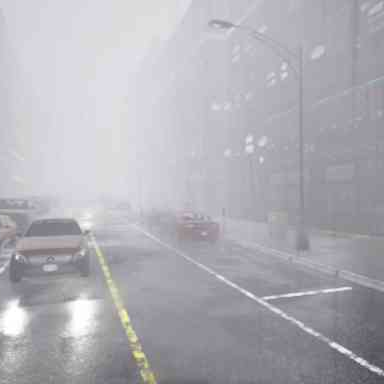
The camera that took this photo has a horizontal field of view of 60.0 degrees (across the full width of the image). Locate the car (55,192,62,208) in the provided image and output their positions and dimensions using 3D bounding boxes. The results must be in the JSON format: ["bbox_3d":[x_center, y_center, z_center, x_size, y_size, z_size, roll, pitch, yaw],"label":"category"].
[{"bbox_3d":[-18.767,1.091,43.823,2.192,1.841,5.009,2,0,-19],"label":"car"}]

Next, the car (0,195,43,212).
[{"bbox_3d":[-9.542,1.200,17.757,2.192,1.841,5.009,2,0,-19],"label":"car"}]

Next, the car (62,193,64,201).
[{"bbox_3d":[-20.612,1.073,49.036,2.192,1.841,5.009,2,0,-19],"label":"car"}]

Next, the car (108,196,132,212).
[{"bbox_3d":[-7.634,1.390,35.966,1.887,1.381,4.507,2,0,-19],"label":"car"}]

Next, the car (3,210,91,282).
[{"bbox_3d":[-4.053,1.467,9.834,1.812,1.442,4.674,0,0,-20],"label":"car"}]

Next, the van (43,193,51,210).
[{"bbox_3d":[-13.232,1.176,28.181,1.690,1.788,3.998,2,0,-19],"label":"van"}]

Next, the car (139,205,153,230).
[{"bbox_3d":[-2.100,1.468,20.325,2.008,1.369,4.403,2,0,-19],"label":"car"}]

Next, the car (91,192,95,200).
[{"bbox_3d":[-18.736,1.187,67.240,1.967,1.590,4.097,2,0,-19],"label":"car"}]

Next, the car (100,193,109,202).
[{"bbox_3d":[-11.315,1.248,46.397,1.967,1.590,4.097,2,0,-19],"label":"car"}]

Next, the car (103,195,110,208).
[{"bbox_3d":[-9.479,1.371,41.179,1.887,1.381,4.507,2,0,-19],"label":"car"}]

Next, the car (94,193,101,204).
[{"bbox_3d":[-15.041,1.089,56.812,2.192,1.841,5.009,2,0,-19],"label":"car"}]

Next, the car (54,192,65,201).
[{"bbox_3d":[-29.839,1.012,75.104,2.192,1.841,5.009,2,0,-19],"label":"car"}]

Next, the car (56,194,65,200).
[{"bbox_3d":[-31.691,1.235,80.317,1.887,1.381,4.507,2,0,-19],"label":"car"}]

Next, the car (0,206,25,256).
[{"bbox_3d":[-7.646,1.439,12.381,1.752,1.417,4.829,2,0,-19],"label":"car"}]

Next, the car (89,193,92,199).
[{"bbox_3d":[-22.430,1.310,77.668,1.802,1.307,4.206,2,0,-19],"label":"car"}]

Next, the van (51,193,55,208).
[{"bbox_3d":[-15.078,1.155,33.396,1.690,1.788,3.998,2,0,-19],"label":"van"}]

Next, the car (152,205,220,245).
[{"bbox_3d":[-0.254,1.489,15.110,1.887,1.381,4.507,2,0,-19],"label":"car"}]
